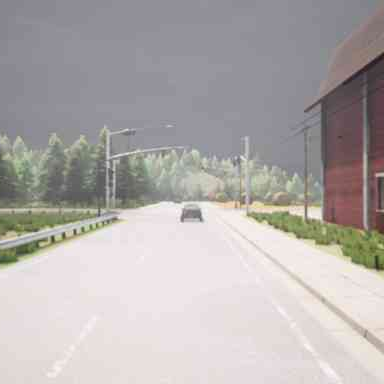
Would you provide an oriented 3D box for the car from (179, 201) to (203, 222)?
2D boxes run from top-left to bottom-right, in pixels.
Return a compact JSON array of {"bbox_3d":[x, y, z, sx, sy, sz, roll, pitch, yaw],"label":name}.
[{"bbox_3d":[-0.023,1.802,29.375,1.812,1.442,4.674,0,0,0],"label":"car"}]

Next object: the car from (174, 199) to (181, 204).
[{"bbox_3d":[-3.580,2.375,83.241,1.895,1.301,4.718,0,-1,0],"label":"car"}]
